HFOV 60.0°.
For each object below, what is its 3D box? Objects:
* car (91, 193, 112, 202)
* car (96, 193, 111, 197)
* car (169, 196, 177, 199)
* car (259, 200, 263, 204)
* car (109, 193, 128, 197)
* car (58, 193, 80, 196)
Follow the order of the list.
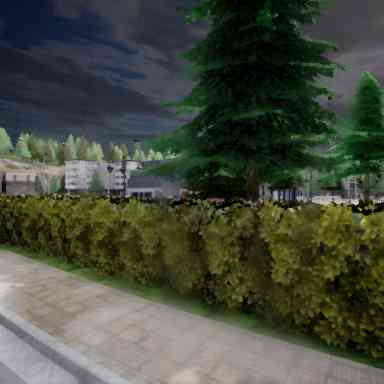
[{"bbox_3d":[-19.104,1.077,70.610,1.905,1.878,3.866,0,0,43],"label":"car"},{"bbox_3d":[-16.710,1.097,68.913,1.932,1.855,4.605,0,0,43],"label":"car"},{"bbox_3d":[-3.307,1.374,56.039,1.845,1.501,3.633,0,0,43],"label":"car"},{"bbox_3d":[9.648,1.352,44.189,2.097,1.767,4.553,0,0,43],"label":"car"},{"bbox_3d":[-10.572,1.384,52.698,1.970,1.475,3.806,0,0,43],"label":"car"},{"bbox_3d":[-28.396,1.154,79.405,2.152,1.636,5.027,0,0,43],"label":"car"}]
